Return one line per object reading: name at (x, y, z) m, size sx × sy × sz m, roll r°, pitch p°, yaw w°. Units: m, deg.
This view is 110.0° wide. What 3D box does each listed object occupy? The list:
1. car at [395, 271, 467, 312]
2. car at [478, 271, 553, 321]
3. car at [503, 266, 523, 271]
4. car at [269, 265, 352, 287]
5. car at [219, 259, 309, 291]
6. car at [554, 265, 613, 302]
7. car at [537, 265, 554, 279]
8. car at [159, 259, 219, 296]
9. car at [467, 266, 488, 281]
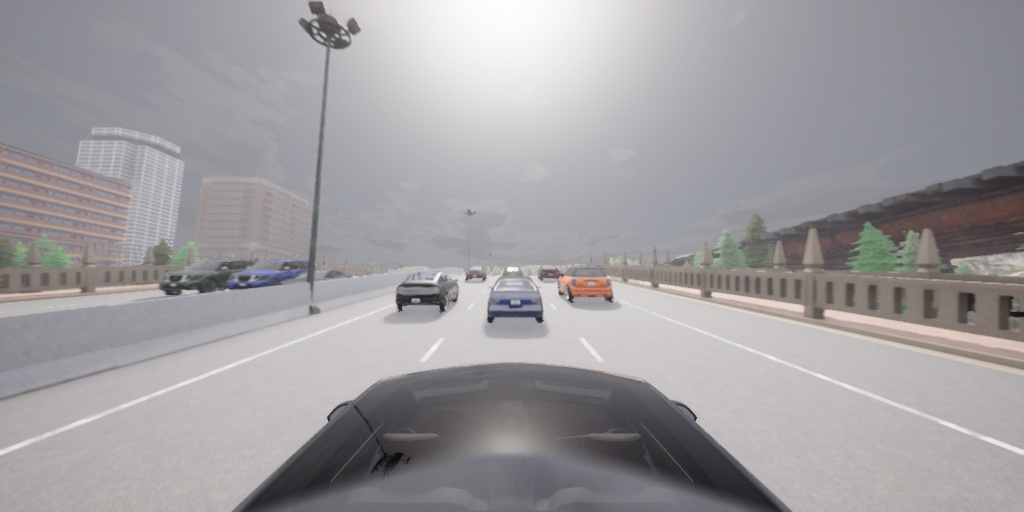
car at (-3.402, 1.392, 15.115) m, size 2.128 × 1.511 × 4.902 m, roll 0°, pitch -1°, yaw 0°
car at (0.099, 1.423, 12.945) m, size 2.033 × 1.411 × 5.357 m, roll 0°, pitch -1°, yaw 0°
car at (0.095, 1.687, 34.974) m, size 1.994 × 1.385 × 4.181 m, roll 0°, pitch -1°, yaw 0°
car at (-10.602, 1.429, 19.710) m, size 1.882 × 1.535 × 5.008 m, roll 0°, pitch -1°, yaw 0°
car at (-14.101, 1.196, 21.534) m, size 2.150 × 2.045 × 5.566 m, roll 0°, pitch -1°, yaw 0°
car at (3.598, 1.288, 18.359) m, size 2.097 × 1.767 × 4.553 m, roll 0°, pitch -1°, yaw 0°
car at (3.595, 1.610, 35.844) m, size 1.882 × 1.535 × 5.008 m, roll 0°, pitch -1°, yaw 0°
car at (-17.602, 1.194, 21.405) m, size 2.150 × 2.045 × 5.566 m, roll 0°, pitch -1°, yaw 0°
car at (-3.404, 1.649, 34.997) m, size 1.812 × 1.442 × 4.674 m, roll 0°, pitch -1°, yaw 0°
